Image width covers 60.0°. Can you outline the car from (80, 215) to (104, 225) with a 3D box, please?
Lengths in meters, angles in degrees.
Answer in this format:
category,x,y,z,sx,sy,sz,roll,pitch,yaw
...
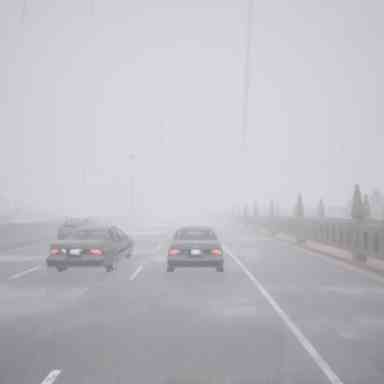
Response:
category,x,y,z,sx,sy,sz,roll,pitch,yaw
car,-14.051,3.953,47.019,1.994,1.385,4.181,0,-3,0

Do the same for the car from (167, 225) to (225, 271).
category,x,y,z,sx,sy,sz,roll,pitch,yaw
car,0.106,1.913,12.063,2.033,1.411,5.357,0,-3,0

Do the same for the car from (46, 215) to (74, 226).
category,x,y,z,sx,sy,sz,roll,pitch,yaw
car,-17.568,3.775,44.609,1.812,1.442,4.674,0,-3,0

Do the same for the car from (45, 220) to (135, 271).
category,x,y,z,sx,sy,sz,roll,pitch,yaw
car,-3.395,1.915,12.113,2.033,1.411,5.357,0,-3,0

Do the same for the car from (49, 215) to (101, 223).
category,x,y,z,sx,sy,sz,roll,pitch,yaw
car,-6.891,2.384,21.209,2.128,1.511,4.902,0,-3,0

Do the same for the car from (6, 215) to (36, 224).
category,x,y,z,sx,sy,sz,roll,pitch,yaw
car,-21.068,3.583,41.300,1.812,1.442,4.674,0,-3,0
